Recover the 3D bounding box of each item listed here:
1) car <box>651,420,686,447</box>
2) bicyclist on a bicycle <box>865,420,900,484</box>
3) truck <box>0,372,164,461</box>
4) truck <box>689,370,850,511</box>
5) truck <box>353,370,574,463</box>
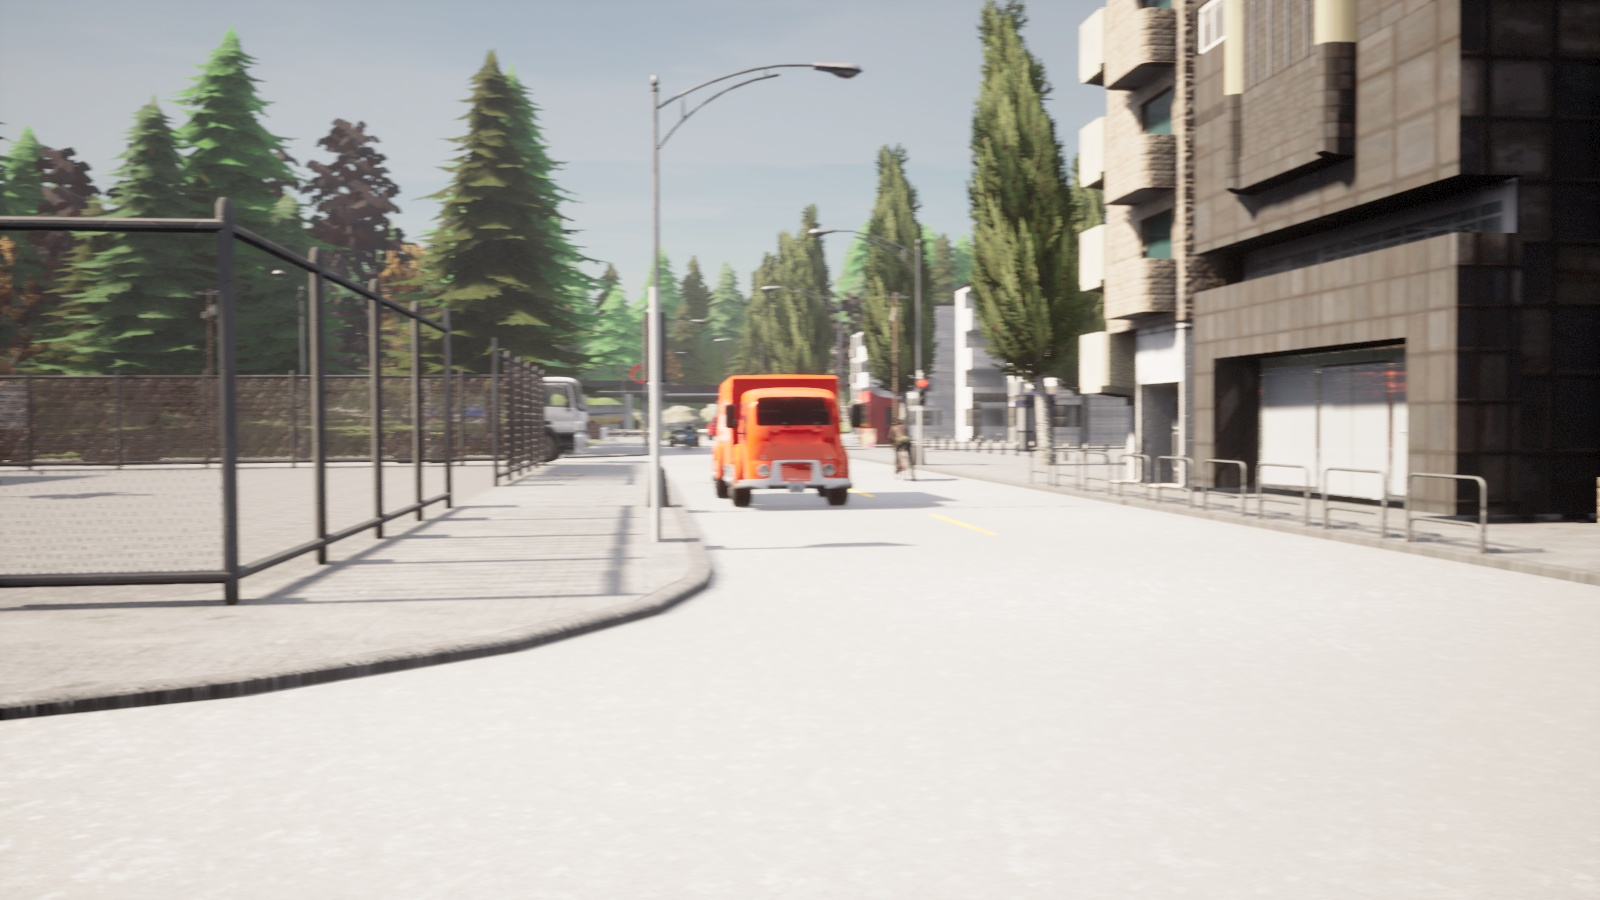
[{"bbox_3d":[-8.466,-1.076,80.487,2.033,1.649,4.856,0,1,-8],"label":"car"},{"bbox_3d":[2.159,0.033,32.926,0.582,1.620,1.656,0,1,-8],"label":"bicyclist on a bicycle"},{"bbox_3d":[-30.269,-1.328,50.386,7.936,3.462,2.891,0,1,-8],"label":"truck"},{"bbox_3d":[-0.753,-0.225,24.800,2.627,2.467,5.204,0,1,-8],"label":"truck"},{"bbox_3d":[-12.874,-1.273,48.675,7.936,3.462,2.891,0,1,-6],"label":"truck"}]
